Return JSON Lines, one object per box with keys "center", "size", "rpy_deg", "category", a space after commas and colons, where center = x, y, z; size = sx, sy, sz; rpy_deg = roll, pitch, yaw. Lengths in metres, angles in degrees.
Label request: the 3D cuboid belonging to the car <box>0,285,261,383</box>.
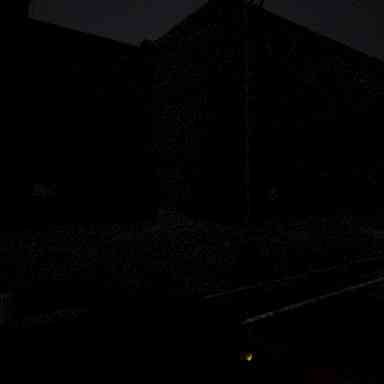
{"center": [-1.531, 1.526, 2.285], "size": [4.674, 1.442, 1.812], "rpy_deg": [0, 0, -35], "category": "car"}
